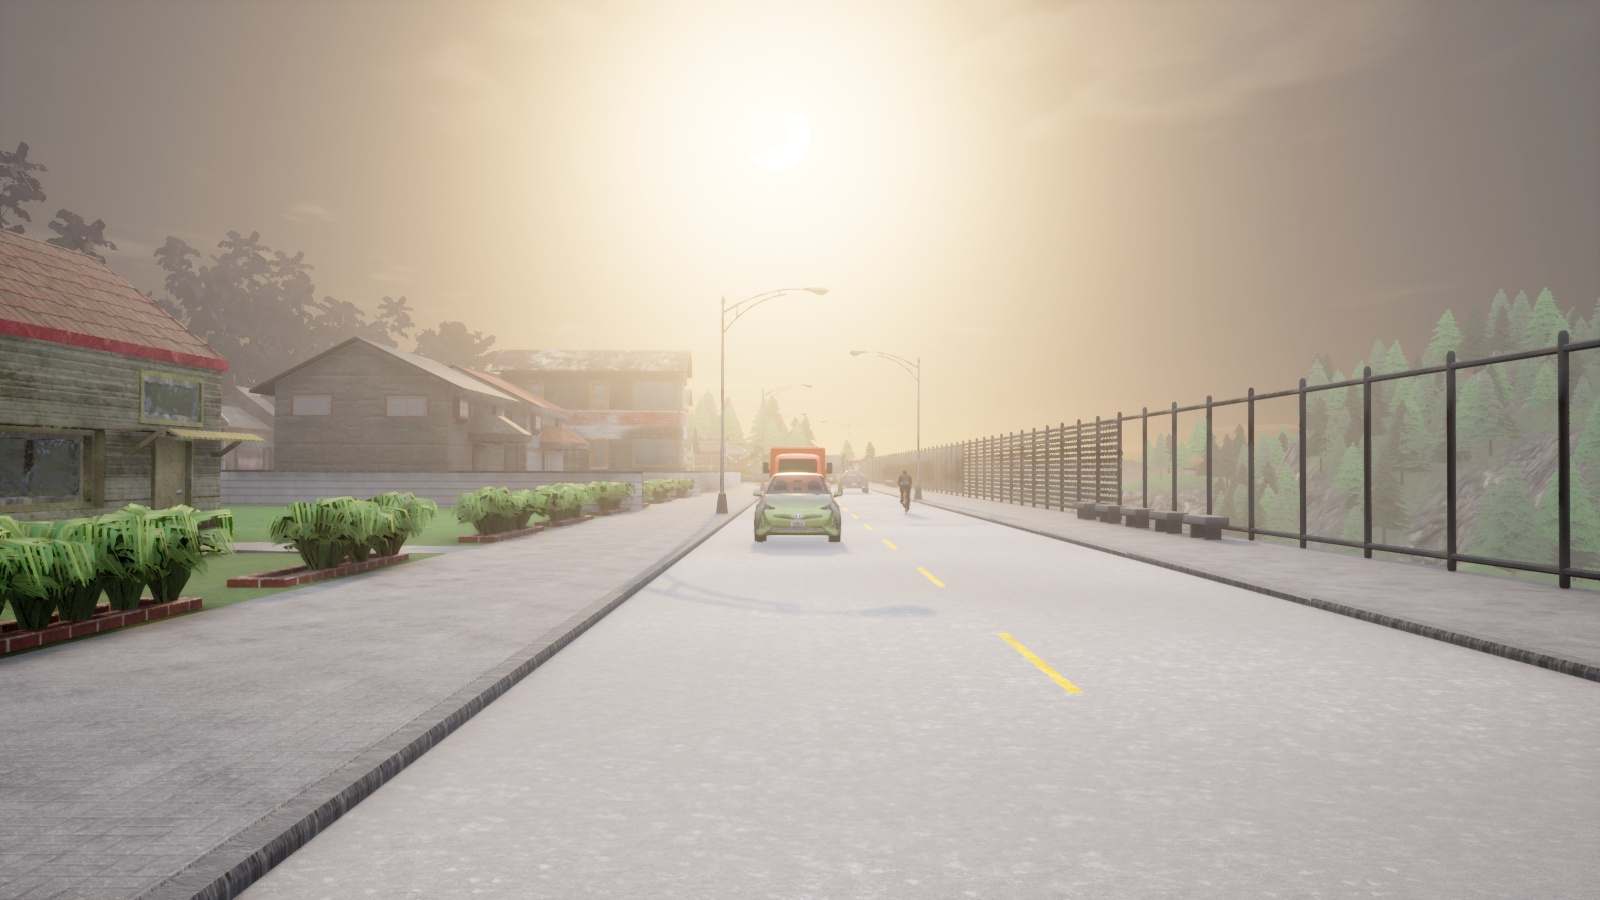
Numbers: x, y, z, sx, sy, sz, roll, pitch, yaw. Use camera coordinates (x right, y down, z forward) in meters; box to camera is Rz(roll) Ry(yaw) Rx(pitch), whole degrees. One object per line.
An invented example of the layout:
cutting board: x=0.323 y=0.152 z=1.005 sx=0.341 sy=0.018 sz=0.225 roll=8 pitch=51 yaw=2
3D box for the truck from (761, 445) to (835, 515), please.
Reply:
truck: x=-0.079 y=1.119 z=47.196 sx=2.627 sy=2.467 sz=5.204 roll=0 pitch=-1 yaw=0

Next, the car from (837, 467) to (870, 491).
car: x=3.839 y=2.107 z=91.305 sx=2.152 sy=1.651 sz=5.027 roll=0 pitch=-1 yaw=0

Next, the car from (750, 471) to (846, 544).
car: x=-0.042 y=1.242 z=28.683 sx=2.007 sy=1.525 sz=4.514 roll=0 pitch=-1 yaw=0
